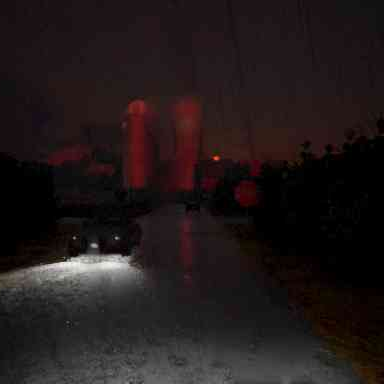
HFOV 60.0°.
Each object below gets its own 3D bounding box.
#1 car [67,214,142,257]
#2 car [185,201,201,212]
[{"bbox_3d":[-3.132,1.531,12.673,1.994,1.385,4.181,0,0,1],"label":"car"},{"bbox_3d":[0.124,1.915,44.552,1.812,1.442,4.674,0,-1,0],"label":"car"}]
